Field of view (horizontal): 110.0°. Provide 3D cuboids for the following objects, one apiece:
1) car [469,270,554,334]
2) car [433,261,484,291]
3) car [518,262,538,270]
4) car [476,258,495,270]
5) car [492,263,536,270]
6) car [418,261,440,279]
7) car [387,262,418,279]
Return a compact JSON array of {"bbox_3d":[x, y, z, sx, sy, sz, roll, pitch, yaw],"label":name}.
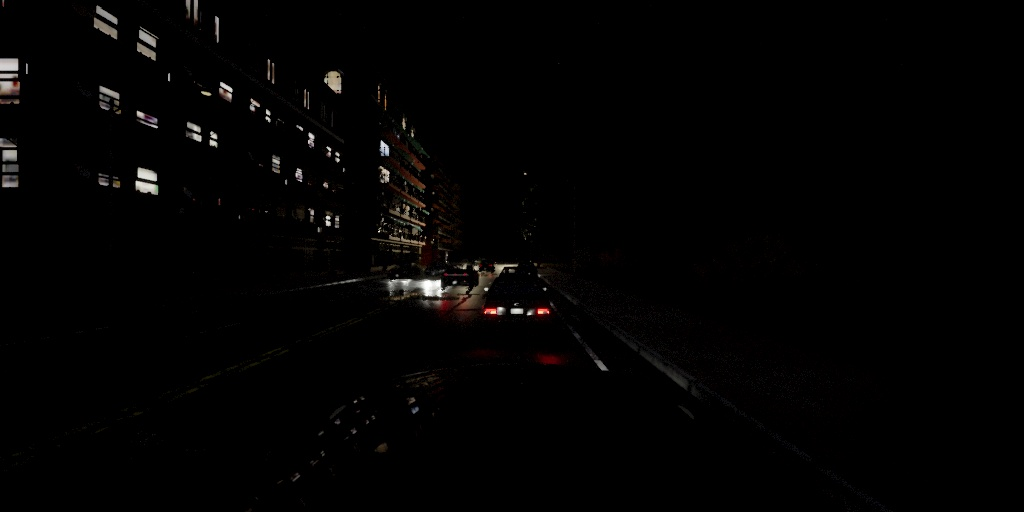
[{"bbox_3d":[0.107,1.299,10.626,2.033,1.411,5.357,0,0,0],"label":"car"},{"bbox_3d":[-3.137,1.245,22.156,2.128,1.511,4.902,0,0,0],"label":"car"},{"bbox_3d":[1.157,1.259,30.755,1.837,1.490,4.892,0,0,0],"label":"car"},{"bbox_3d":[-3.119,1.279,44.208,1.812,1.442,4.674,0,0,0],"label":"car"},{"bbox_3d":[0.112,1.300,20.987,2.033,1.411,5.357,0,0,0],"label":"car"},{"bbox_3d":[-6.580,1.245,32.515,2.128,1.511,4.902,0,0,0],"label":"car"},{"bbox_3d":[-9.827,1.301,33.337,2.033,1.411,5.357,0,0,0],"label":"car"}]
